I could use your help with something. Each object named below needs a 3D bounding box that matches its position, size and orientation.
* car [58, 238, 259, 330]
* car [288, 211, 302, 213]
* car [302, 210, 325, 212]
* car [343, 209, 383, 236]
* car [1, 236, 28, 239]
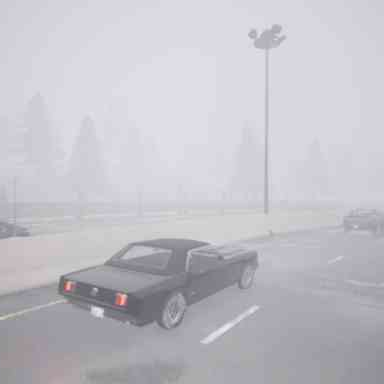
[{"bbox_3d":[-0.262,1.666,7.168,1.895,1.301,4.718,0,-1,34],"label":"car"},{"bbox_3d":[13.848,2.024,41.703,4.892,1.490,1.837,1,-1,-36],"label":"car"},{"bbox_3d":[15.068,2.063,38.235,4.181,1.385,1.994,1,-1,-37],"label":"car"},{"bbox_3d":[11.069,1.791,20.733,2.128,1.511,4.902,0,-1,45],"label":"car"},{"bbox_3d":[-7.203,1.525,9.641,1.837,1.490,4.892,0,-1,33],"label":"car"}]
